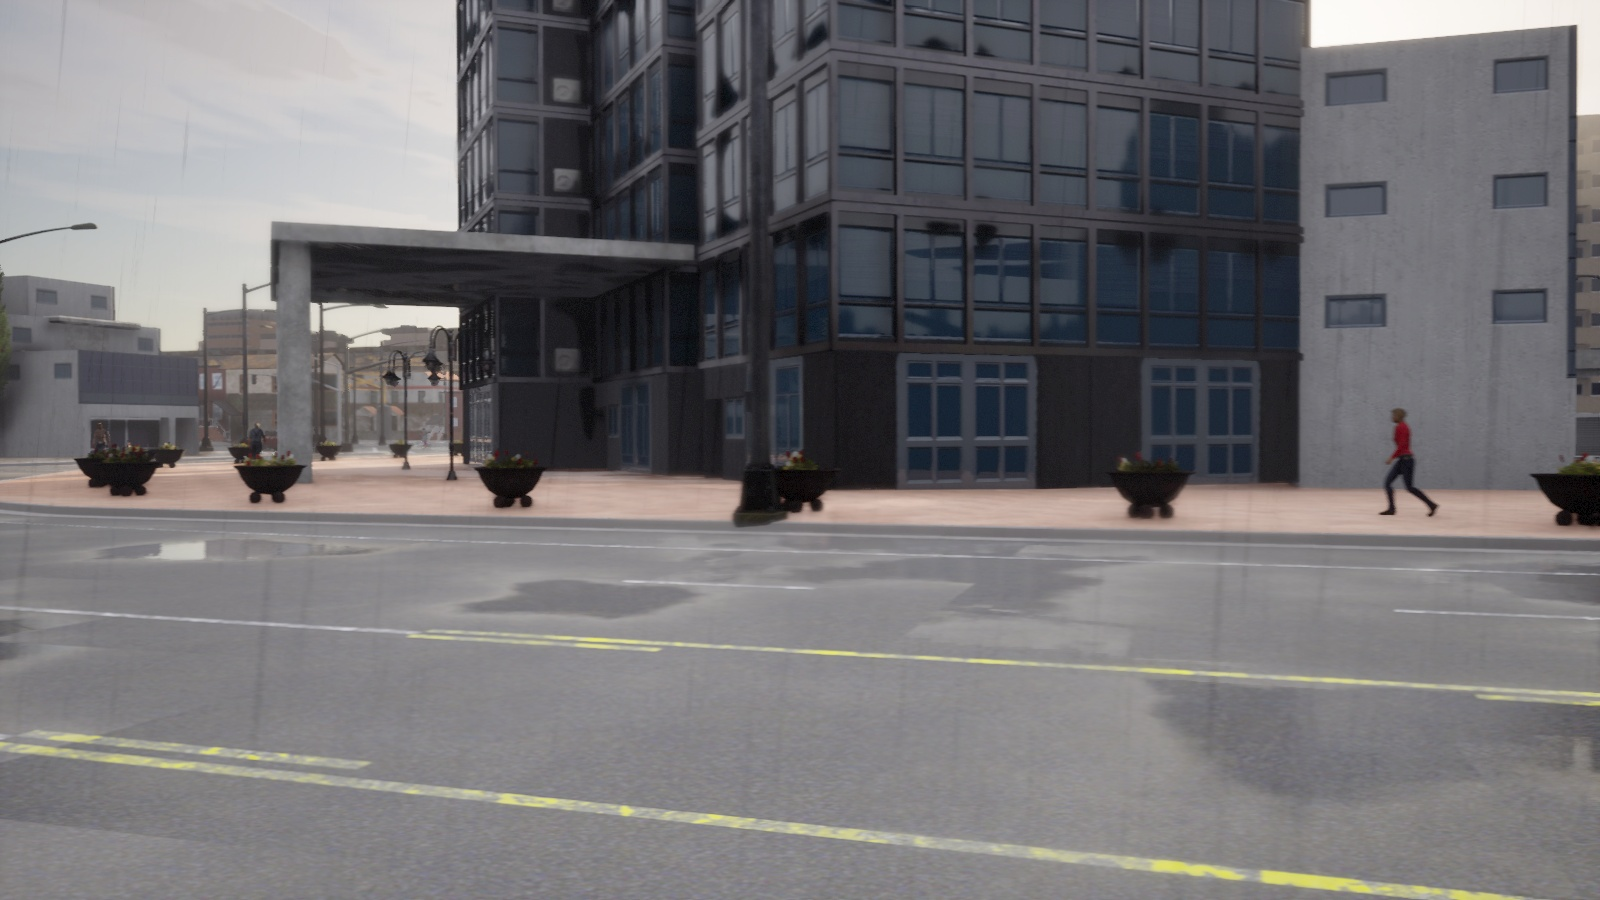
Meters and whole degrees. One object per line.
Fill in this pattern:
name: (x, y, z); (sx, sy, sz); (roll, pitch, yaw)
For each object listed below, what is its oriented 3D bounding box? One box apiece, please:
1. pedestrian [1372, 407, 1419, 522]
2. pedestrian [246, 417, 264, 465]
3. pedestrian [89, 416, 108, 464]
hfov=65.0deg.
pedestrian: (9.647, 0.223, 20.362); (0.636, 1.846, 0.331); (1, 1, 20)
pedestrian: (-20.869, -0.347, 48.098); (0.540, 1.848, 0.694); (0, 1, -14)
pedestrian: (-26.689, -0.393, 47.790); (0.328, 1.805, 0.869); (0, 1, -7)
